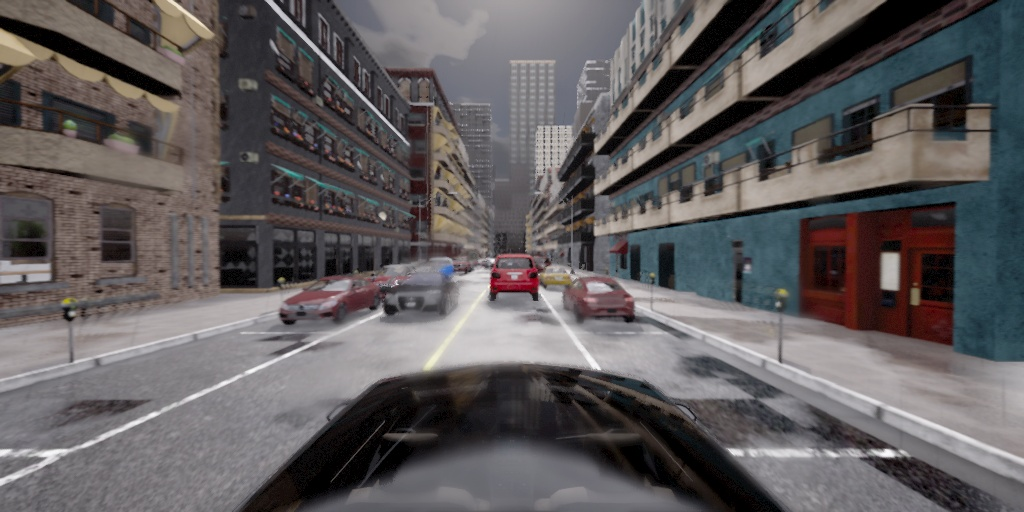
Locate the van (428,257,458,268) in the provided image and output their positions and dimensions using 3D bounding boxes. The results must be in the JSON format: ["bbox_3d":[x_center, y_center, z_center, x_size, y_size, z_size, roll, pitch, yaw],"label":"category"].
[{"bbox_3d":[-5.650,1.041,28.527,1.690,1.789,3.998,0,0,0],"label":"van"}]

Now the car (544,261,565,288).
[{"bbox_3d":[2.696,1.235,23.064,1.751,1.417,4.829,0,0,0],"label":"car"}]

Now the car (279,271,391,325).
[{"bbox_3d":[-5.655,1.314,11.721,1.802,1.307,4.207,0,0,0],"label":"car"}]

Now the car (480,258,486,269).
[{"bbox_3d":[-3.043,1.146,53.412,2.128,1.511,4.902,0,0,0],"label":"car"}]

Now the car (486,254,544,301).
[{"bbox_3d":[0.105,0.944,17.351,2.150,2.045,5.566,0,0,0],"label":"car"}]

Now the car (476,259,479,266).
[{"bbox_3d":[-5.686,1.220,45.334,2.007,1.370,4.403,0,0,0],"label":"car"}]

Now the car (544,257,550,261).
[{"bbox_3d":[2.699,1.003,34.098,2.192,1.841,5.009,0,0,0],"label":"car"}]

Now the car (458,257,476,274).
[{"bbox_3d":[-5.670,0.994,39.731,2.192,1.841,5.009,0,0,0],"label":"car"}]

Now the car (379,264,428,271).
[{"bbox_3d":[-5.653,1.161,17.323,1.967,1.591,4.097,0,0,0],"label":"car"}]

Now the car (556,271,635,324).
[{"bbox_3d":[2.693,1.313,11.690,1.802,1.307,4.207,0,0,0],"label":"car"}]

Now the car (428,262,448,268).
[{"bbox_3d":[-5.652,1.261,22.925,2.007,1.370,4.403,0,0,0],"label":"car"}]

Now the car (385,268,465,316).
[{"bbox_3d":[-3.096,1.293,13.021,1.994,1.385,4.181,0,0,0],"label":"car"}]
